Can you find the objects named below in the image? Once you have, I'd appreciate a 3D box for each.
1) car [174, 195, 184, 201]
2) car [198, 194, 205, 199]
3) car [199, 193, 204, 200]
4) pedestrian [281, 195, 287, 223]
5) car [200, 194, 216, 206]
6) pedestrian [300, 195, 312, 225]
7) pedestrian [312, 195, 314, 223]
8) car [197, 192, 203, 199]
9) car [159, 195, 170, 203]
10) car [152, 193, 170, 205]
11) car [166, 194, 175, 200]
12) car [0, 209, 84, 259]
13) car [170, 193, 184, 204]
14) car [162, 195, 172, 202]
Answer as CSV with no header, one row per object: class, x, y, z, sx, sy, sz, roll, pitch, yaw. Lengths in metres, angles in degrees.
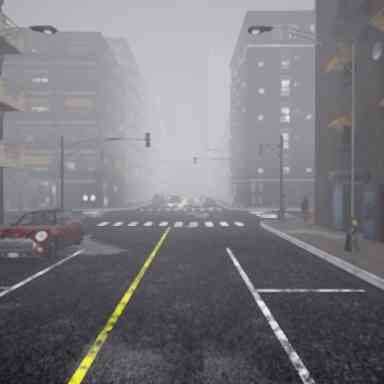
car,-2.746,1.310,72.129,1.895,1.301,4.718,0,0,0
car,2.561,1.213,92.835,1.802,1.307,4.206,-1,0,0
car,2.558,1.340,54.061,2.008,1.369,4.403,-1,0,0
pedestrian,6.012,1.066,21.802,0.375,1.860,0.375,-1,1,0
car,2.559,1.393,48.522,1.802,1.307,4.206,-1,0,0
pedestrian,7.012,1.067,20.601,0.375,1.860,0.375,-1,1,0
pedestrian,7.807,1.078,21.201,0.375,1.860,0.375,-1,1,0
car,2.559,1.245,76.218,1.887,1.381,4.507,-1,0,0
car,-5.322,1.270,65.025,1.752,1.417,4.829,-1,0,0
car,-5.325,1.104,54.120,2.192,1.841,5.009,-1,0,0
car,-5.320,1.259,81.806,1.802,1.307,4.206,-1,0,0
car,-5.454,1.393,12.143,1.967,1.590,4.097,-1,0,0
car,-2.796,1.281,57.062,1.837,1.490,4.892,0,0,0
car,-5.321,1.304,70.733,1.802,1.307,4.206,-1,0,0
